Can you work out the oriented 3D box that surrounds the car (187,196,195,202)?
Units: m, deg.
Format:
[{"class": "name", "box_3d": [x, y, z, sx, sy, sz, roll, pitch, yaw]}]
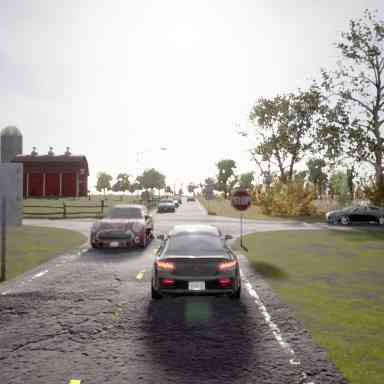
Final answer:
[{"class": "car", "box_3d": [-0.217, 1.656, 80.436, 1.994, 1.385, 4.181, 0, 0, 0]}]

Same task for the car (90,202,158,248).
[{"class": "car", "box_3d": [-2.890, 1.359, 14.623, 2.097, 1.767, 4.553, 0, 0, 0]}]

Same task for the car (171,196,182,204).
[{"class": "car", "box_3d": [-2.967, 1.549, 64.798, 1.882, 1.535, 5.008, 0, 0, 0]}]

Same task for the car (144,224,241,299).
[{"class": "car", "box_3d": [0.074, 1.529, 8.305, 1.812, 1.442, 4.674, 0, 0, 0]}]

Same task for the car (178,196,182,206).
[{"class": "car", "box_3d": [-2.974, 1.596, 51.785, 2.033, 1.411, 5.357, 0, 0, 0]}]

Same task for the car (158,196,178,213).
[{"class": "car", "box_3d": [-2.911, 1.531, 38.376, 1.837, 1.490, 4.892, 0, 1, -1]}]

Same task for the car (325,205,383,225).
[{"class": "car", "box_3d": [12.916, 1.742, 25.789, 4.902, 1.511, 2.128, 1, -1, 0]}]
